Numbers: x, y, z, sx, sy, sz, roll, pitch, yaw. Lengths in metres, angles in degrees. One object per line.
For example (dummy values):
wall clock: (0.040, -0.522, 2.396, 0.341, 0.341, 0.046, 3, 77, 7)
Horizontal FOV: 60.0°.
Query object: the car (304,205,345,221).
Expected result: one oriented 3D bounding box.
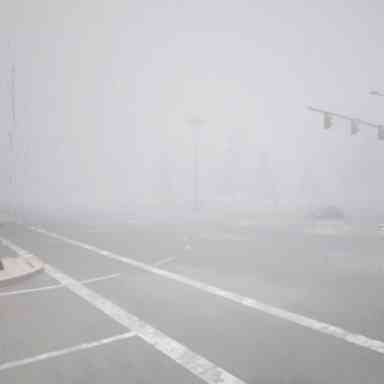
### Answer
car: (12.487, 1.956, 31.176, 4.674, 1.442, 1.812, 0, 0, -36)
